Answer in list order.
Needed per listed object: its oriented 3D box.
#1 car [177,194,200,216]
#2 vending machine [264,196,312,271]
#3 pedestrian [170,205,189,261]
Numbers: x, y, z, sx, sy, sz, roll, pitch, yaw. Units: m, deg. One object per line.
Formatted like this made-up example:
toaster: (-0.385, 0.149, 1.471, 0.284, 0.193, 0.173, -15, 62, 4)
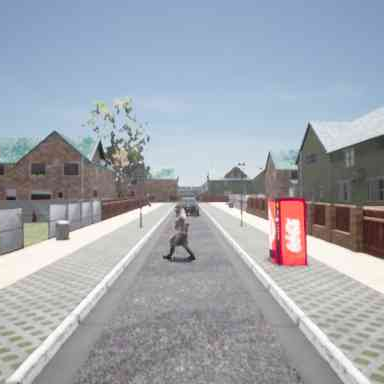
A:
car: (-0.344, 1.329, 31.713, 2.097, 1.767, 4.553, 0, 0, -1)
vending machine: (2.851, 1.190, 9.961, 1.100, 2.100, 0.880, -1, -1, -1)
pedestrian: (-0.406, 1.288, 10.820, 0.375, 1.860, 0.375, 1, -1, -1)
